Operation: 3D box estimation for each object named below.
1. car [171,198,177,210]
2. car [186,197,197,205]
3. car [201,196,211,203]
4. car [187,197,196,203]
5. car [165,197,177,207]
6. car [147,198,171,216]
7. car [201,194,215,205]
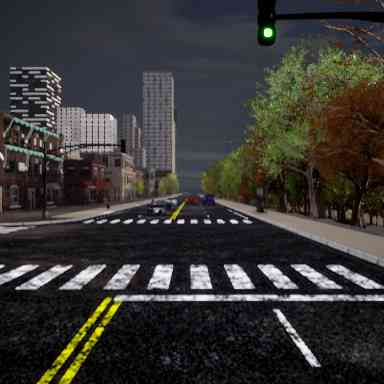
[{"bbox_3d":[-3.453,1.707,44.206,1.895,1.301,4.718,0,0,0],"label":"car"},{"bbox_3d":[-0.042,1.716,64.119,1.994,1.385,4.181,0,0,-1],"label":"car"},{"bbox_3d":[3.072,1.652,74.313,1.882,1.535,5.008,0,0,0],"label":"car"},{"bbox_3d":[-0.171,1.727,74.071,1.994,1.385,4.181,0,0,0],"label":"car"},{"bbox_3d":[-3.468,1.659,55.719,1.812,1.442,4.674,0,0,0],"label":"car"},{"bbox_3d":[-3.483,1.574,33.970,2.128,1.511,4.902,0,0,-3],"label":"car"},{"bbox_3d":[3.201,1.372,63.739,2.150,2.045,5.566,0,0,0],"label":"car"}]
